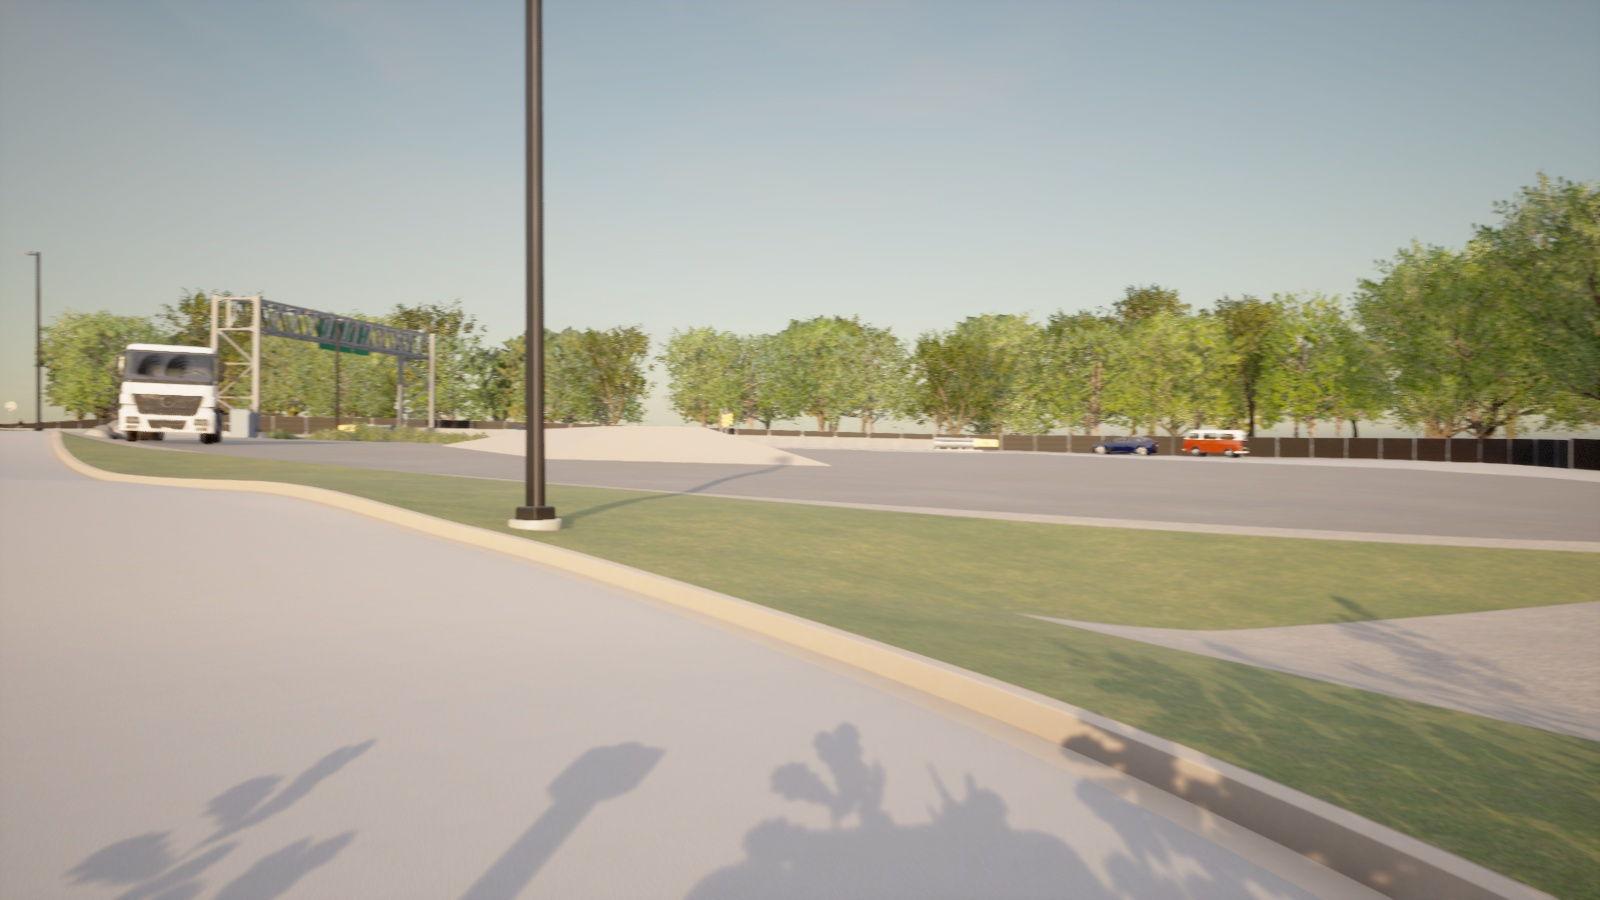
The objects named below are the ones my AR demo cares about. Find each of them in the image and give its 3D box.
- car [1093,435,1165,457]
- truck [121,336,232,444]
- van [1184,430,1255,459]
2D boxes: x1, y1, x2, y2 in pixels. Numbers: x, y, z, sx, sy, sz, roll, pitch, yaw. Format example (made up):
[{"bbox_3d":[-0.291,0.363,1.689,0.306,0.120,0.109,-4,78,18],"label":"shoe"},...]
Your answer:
[{"bbox_3d":[24.254,-0.302,92.557,4.792,1.488,2.163,2,1,26],"label":"car"},{"bbox_3d":[-22.442,-2.051,45.548,2.891,3.462,7.936,2,0,-22],"label":"truck"},{"bbox_3d":[30.993,-0.434,92.839,4.480,2.038,2.069,2,2,35],"label":"van"}]
